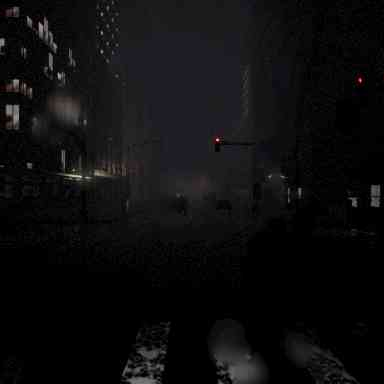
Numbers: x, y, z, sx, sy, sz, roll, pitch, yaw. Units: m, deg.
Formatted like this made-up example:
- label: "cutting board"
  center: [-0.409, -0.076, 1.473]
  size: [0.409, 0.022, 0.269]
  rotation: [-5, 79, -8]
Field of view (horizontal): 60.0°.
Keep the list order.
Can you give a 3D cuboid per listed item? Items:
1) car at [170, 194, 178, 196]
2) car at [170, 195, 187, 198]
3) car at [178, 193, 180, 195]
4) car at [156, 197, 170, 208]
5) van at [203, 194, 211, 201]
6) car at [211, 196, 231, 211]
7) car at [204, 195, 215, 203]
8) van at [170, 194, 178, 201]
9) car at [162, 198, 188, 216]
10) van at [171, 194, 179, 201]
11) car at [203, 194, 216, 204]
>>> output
- label: "car"
  center: [-4.229, 1.563, 63.821]
  size: [1.947, 1.339, 4.313]
  rotation: [0, 0, 0]
- label: "car"
  center: [-1.645, 1.537, 45.288]
  size: [1.812, 1.442, 4.674]
  rotation: [0, 0, 0]
- label: "car"
  center: [-1.695, 1.474, 64.783]
  size: [1.882, 1.535, 5.008]
  rotation: [0, 0, 0]
- label: "car"
  center: [-4.125, 1.592, 47.239]
  size: [1.802, 1.307, 4.206]
  rotation: [0, 0, 0]
- label: "van"
  center: [3.546, 1.320, 80.454]
  size: [1.690, 1.788, 3.998]
  rotation: [0, 0, 0]
- label: "car"
  center: [3.840, 1.579, 41.762]
  size: [1.947, 1.339, 4.313]
  rotation: [0, 0, 0]
- label: "car"
  center: [3.616, 1.431, 69.399]
  size: [1.967, 1.590, 4.097]
  rotation: [0, 0, 0]
- label: "van"
  center: [-4.334, 1.320, 80.404]
  size: [1.690, 1.788, 3.998]
  rotation: [0, 0, 0]
- label: "car"
  center: [-1.566, 1.581, 32.720]
  size: [1.994, 1.385, 4.181]
  rotation: [0, 0, 0]
- label: "van"
  center: [-4.369, 1.314, 85.931]
  size: [1.690, 1.788, 3.998]
  rotation: [0, 0, 0]
- label: "car"
  center: [3.651, 1.312, 63.871]
  size: [2.192, 1.841, 5.009]
  rotation: [0, 0, 0]
